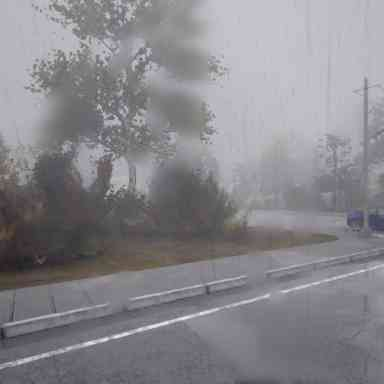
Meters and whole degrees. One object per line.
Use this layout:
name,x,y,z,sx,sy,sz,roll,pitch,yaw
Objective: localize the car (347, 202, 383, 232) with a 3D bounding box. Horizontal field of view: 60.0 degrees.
car,10.630,1.498,17.691,1.882,1.535,5.008,0,-1,-19
